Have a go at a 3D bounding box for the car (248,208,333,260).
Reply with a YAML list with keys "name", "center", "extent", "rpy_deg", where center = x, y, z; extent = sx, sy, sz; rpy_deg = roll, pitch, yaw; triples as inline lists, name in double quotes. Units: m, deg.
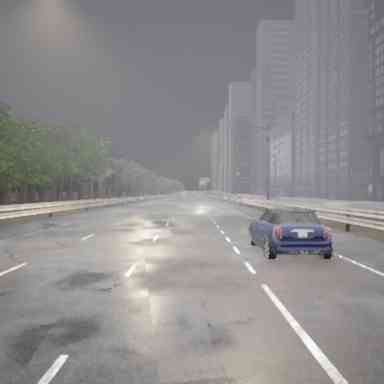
- name: "car"
  center: [3.498, 1.375, 12.650]
  extent: [2.097, 1.767, 4.553]
  rpy_deg: [0, 0, 0]
